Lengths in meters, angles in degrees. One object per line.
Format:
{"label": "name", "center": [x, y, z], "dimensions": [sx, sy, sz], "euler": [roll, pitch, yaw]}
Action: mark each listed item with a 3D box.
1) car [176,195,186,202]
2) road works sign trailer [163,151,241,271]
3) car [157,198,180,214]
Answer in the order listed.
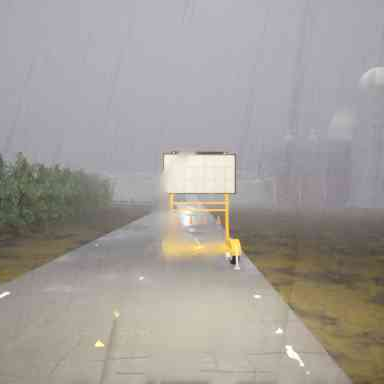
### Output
{"label": "car", "center": [-2.449, 1.598, 75.752], "dimensions": [2.150, 2.045, 5.566], "euler": [0, 0, 0]}
{"label": "road works sign trailer", "center": [0.233, 0.471, 11.020], "dimensions": [2.380, 3.560, 2.880], "euler": [0, 0, -4]}
{"label": "car", "center": [-2.701, 1.678, 37.426], "dimensions": [1.994, 1.385, 4.181], "euler": [0, 0, 0]}
